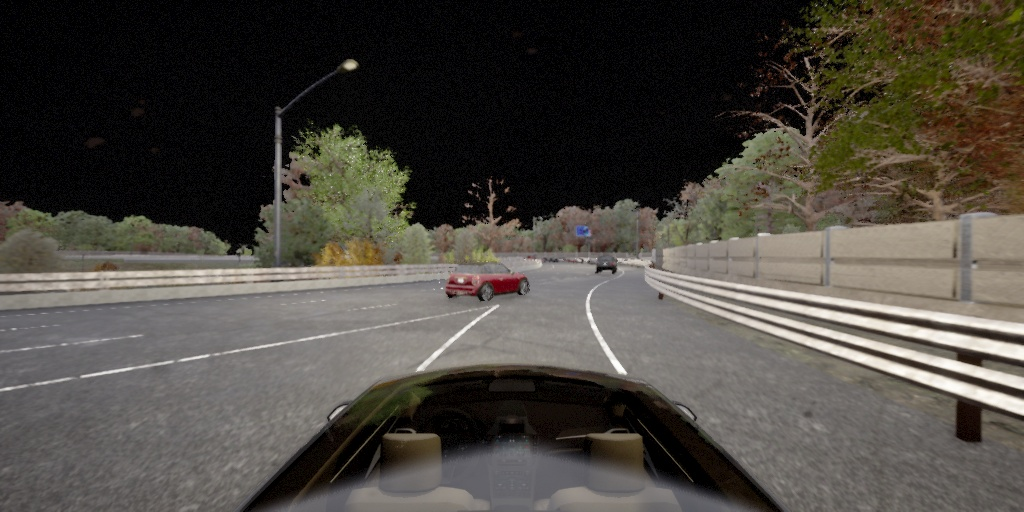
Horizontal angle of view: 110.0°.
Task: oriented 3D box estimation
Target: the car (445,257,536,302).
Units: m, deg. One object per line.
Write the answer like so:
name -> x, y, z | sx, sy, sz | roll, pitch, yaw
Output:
car -> -1.040, 1.084, 17.154 | 2.097, 1.767, 4.553 | 0, 0, 33

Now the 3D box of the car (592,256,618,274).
car -> 11.137, 1.001, 42.210 | 2.150, 2.045, 5.566 | 0, 0, 19
